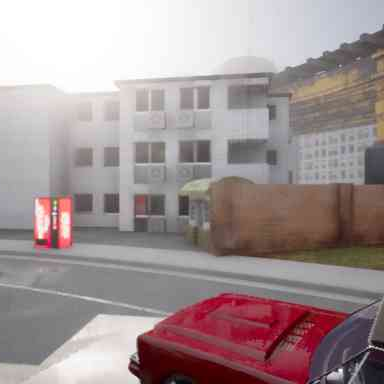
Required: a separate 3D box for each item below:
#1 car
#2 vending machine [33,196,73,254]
[{"bbox_3d":[1.708,1.600,2.726,4.718,1.301,1.895,0,0,35],"label":"car"},{"bbox_3d":[-5.283,1.192,12.694,0.880,2.100,1.100,0,0,18],"label":"vending machine"}]
